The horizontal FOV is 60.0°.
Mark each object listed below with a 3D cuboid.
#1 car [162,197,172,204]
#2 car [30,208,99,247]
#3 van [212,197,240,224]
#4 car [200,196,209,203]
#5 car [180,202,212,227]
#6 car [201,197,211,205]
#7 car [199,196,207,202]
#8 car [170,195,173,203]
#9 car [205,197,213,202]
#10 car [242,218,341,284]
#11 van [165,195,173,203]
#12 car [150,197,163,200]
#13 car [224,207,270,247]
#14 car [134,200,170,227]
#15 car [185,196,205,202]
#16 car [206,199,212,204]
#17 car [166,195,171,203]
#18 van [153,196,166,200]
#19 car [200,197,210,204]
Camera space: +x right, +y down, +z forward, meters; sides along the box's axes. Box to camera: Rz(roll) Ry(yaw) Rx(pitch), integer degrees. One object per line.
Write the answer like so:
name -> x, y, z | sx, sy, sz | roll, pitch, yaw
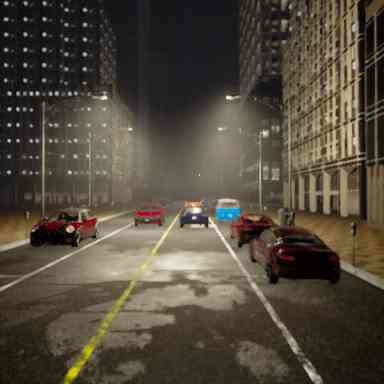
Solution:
car -> -5.516, 1.858, 73.678 | 1.802, 1.307, 4.206 | 1, 0, 0
car -> -5.649, 1.512, 15.163 | 1.967, 1.590, 4.097 | 0, 0, 0
van -> 2.757, 1.458, 25.828 | 1.690, 1.788, 3.998 | 0, 0, 0
car -> 2.879, 1.729, 78.969 | 1.967, 1.590, 4.097 | 1, 0, 0
car -> 0.153, 1.672, 23.782 | 1.994, 1.385, 4.181 | 0, 0, 0
car -> 2.854, 1.787, 68.511 | 1.752, 1.417, 4.829 | 1, 0, 0
car -> 2.902, 1.858, 89.597 | 1.887, 1.381, 4.507 | 1, 0, 0
car -> -5.527, 1.813, 68.365 | 2.008, 1.369, 4.403 | 1, 0, 0
car -> 2.793, 1.706, 41.939 | 1.752, 1.417, 4.829 | 1, 0, 0
car -> 2.718, 1.627, 9.445 | 1.802, 1.307, 4.206 | 0, 0, 0
van -> -5.501, 1.631, 78.992 | 1.690, 1.788, 3.998 | 1, 0, 0
car -> -5.576, 1.745, 47.114 | 1.887, 1.381, 4.507 | 1, 0, 0
car -> 2.731, 1.615, 15.130 | 1.887, 1.381, 4.507 | 0, 0, 0
car -> -2.945, 1.588, 24.229 | 1.882, 1.535, 5.008 | 0, 0, 0
car -> 0.191, 1.529, 40.801 | 2.097, 1.767, 4.553 | 0, 0, 0
car -> 2.779, 1.743, 36.456 | 1.802, 1.307, 4.206 | 1, 0, 0
car -> -5.540, 1.799, 63.051 | 2.008, 1.369, 4.403 | 1, 0, 0
van -> -5.562, 1.558, 52.427 | 1.690, 1.788, 3.998 | 1, 0, 0
car -> 2.865, 1.820, 73.655 | 1.887, 1.381, 4.507 | 1, 0, 0
